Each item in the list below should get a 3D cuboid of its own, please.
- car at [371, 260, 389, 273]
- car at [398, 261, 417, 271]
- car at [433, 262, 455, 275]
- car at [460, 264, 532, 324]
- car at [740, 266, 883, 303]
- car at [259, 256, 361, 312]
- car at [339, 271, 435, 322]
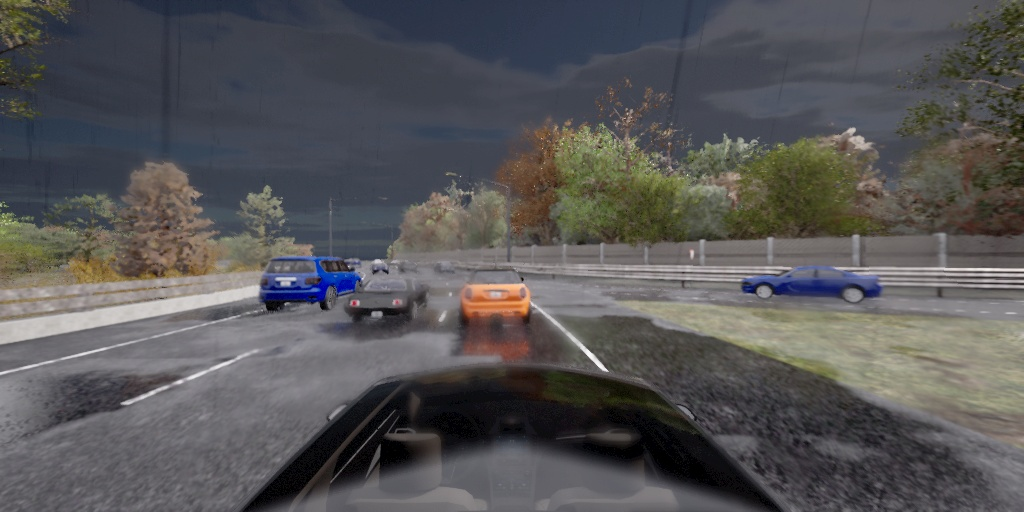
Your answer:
[{"bbox_3d":[-16.462,1.534,44.557,1.895,1.301,4.718,0,0,-24],"label":"car"},{"bbox_3d":[-13.611,1.420,46.597,2.128,1.511,4.902,0,0,-25],"label":"car"},{"bbox_3d":[-8.132,1.445,42.794,2.033,1.411,5.357,0,0,-21],"label":"car"},{"bbox_3d":[-0.600,1.135,12.319,2.097,1.767,4.553,0,0,-4],"label":"car"},{"bbox_3d":[13.430,1.221,16.454,5.008,1.535,1.882,0,0,30],"label":"car"},{"bbox_3d":[-7.986,1.038,14.816,2.150,2.045,5.566,0,0,-7],"label":"car"},{"bbox_3d":[-4.092,1.397,12.589,1.895,1.301,4.718,0,0,-5],"label":"car"}]
